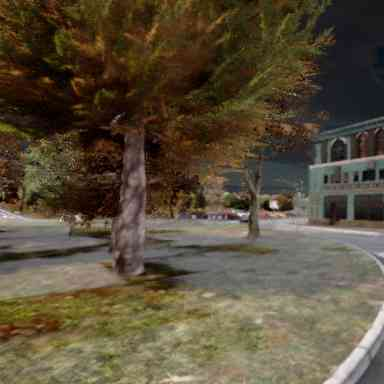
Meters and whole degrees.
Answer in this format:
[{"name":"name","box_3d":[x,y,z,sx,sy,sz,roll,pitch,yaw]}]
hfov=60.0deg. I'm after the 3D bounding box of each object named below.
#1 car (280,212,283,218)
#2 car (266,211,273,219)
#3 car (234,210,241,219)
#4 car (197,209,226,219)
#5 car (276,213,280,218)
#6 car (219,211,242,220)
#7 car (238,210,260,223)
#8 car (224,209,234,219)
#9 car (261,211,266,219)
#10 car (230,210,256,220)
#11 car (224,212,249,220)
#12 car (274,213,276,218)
[{"name":"car","box_3d":[22.239,6.326,92.038,4.553,1.767,2.185,0,-3,16]},{"name":"car","box_3d":[16.997,5.791,84.832,5.566,2.045,2.435,1,-2,15]},{"name":"car","box_3d":[6.843,4.714,70.239,5.566,2.045,2.435,1,-4,14]},{"name":"car","box_3d":[3.484,4.560,65.310,4.892,1.521,2.231,1,-3,14]},{"name":"car","box_3d":[20.510,6.323,89.624,5.008,1.535,2.097,0,-2,16]},{"name":"car","box_3d":[8.455,5.039,72.687,4.553,1.767,2.185,1,-4,14]},{"name":"car","box_3d":[7.556,3.632,44.657,1.994,1.385,4.181,-1,-7,7]},{"name":"car","box_3d":[5.118,4.510,67.791,5.566,2.045,2.435,1,-3,14]},{"name":"car","box_3d":[15.261,5.917,82.403,4.792,1.488,2.163,1,-3,15]},{"name":"car","box_3d":[11.901,5.296,77.560,5.566,2.045,2.435,1,-4,15]},{"name":"car","box_3d":[9.982,5.354,75.150,5.366,1.575,1.946,1,-3,15]},{"name":"car","box_3d":[18.753,6.189,87.233,4.892,1.521,2.231,1,-3,16]}]
